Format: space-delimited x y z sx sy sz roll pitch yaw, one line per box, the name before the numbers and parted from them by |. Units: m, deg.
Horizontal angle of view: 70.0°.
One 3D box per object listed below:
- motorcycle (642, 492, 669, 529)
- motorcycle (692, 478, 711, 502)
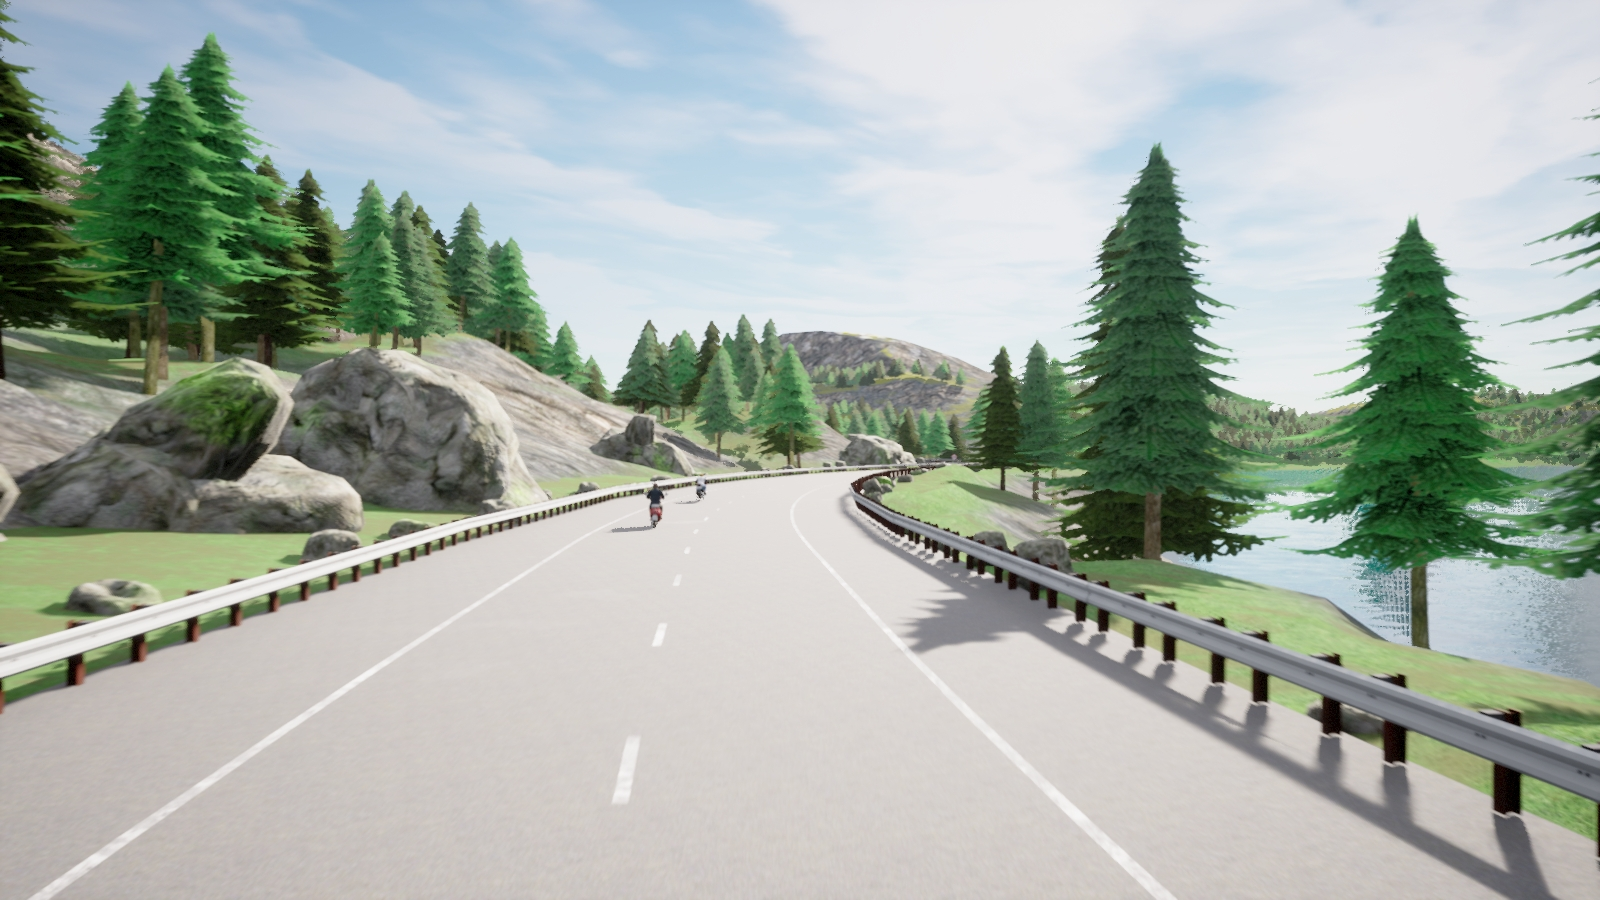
motorcycle | -5.262 2.181 41.653 0.856 1.236 1.805 0 0 -4
motorcycle | -5.367 2.176 62.259 0.803 1.217 2.033 0 0 2
